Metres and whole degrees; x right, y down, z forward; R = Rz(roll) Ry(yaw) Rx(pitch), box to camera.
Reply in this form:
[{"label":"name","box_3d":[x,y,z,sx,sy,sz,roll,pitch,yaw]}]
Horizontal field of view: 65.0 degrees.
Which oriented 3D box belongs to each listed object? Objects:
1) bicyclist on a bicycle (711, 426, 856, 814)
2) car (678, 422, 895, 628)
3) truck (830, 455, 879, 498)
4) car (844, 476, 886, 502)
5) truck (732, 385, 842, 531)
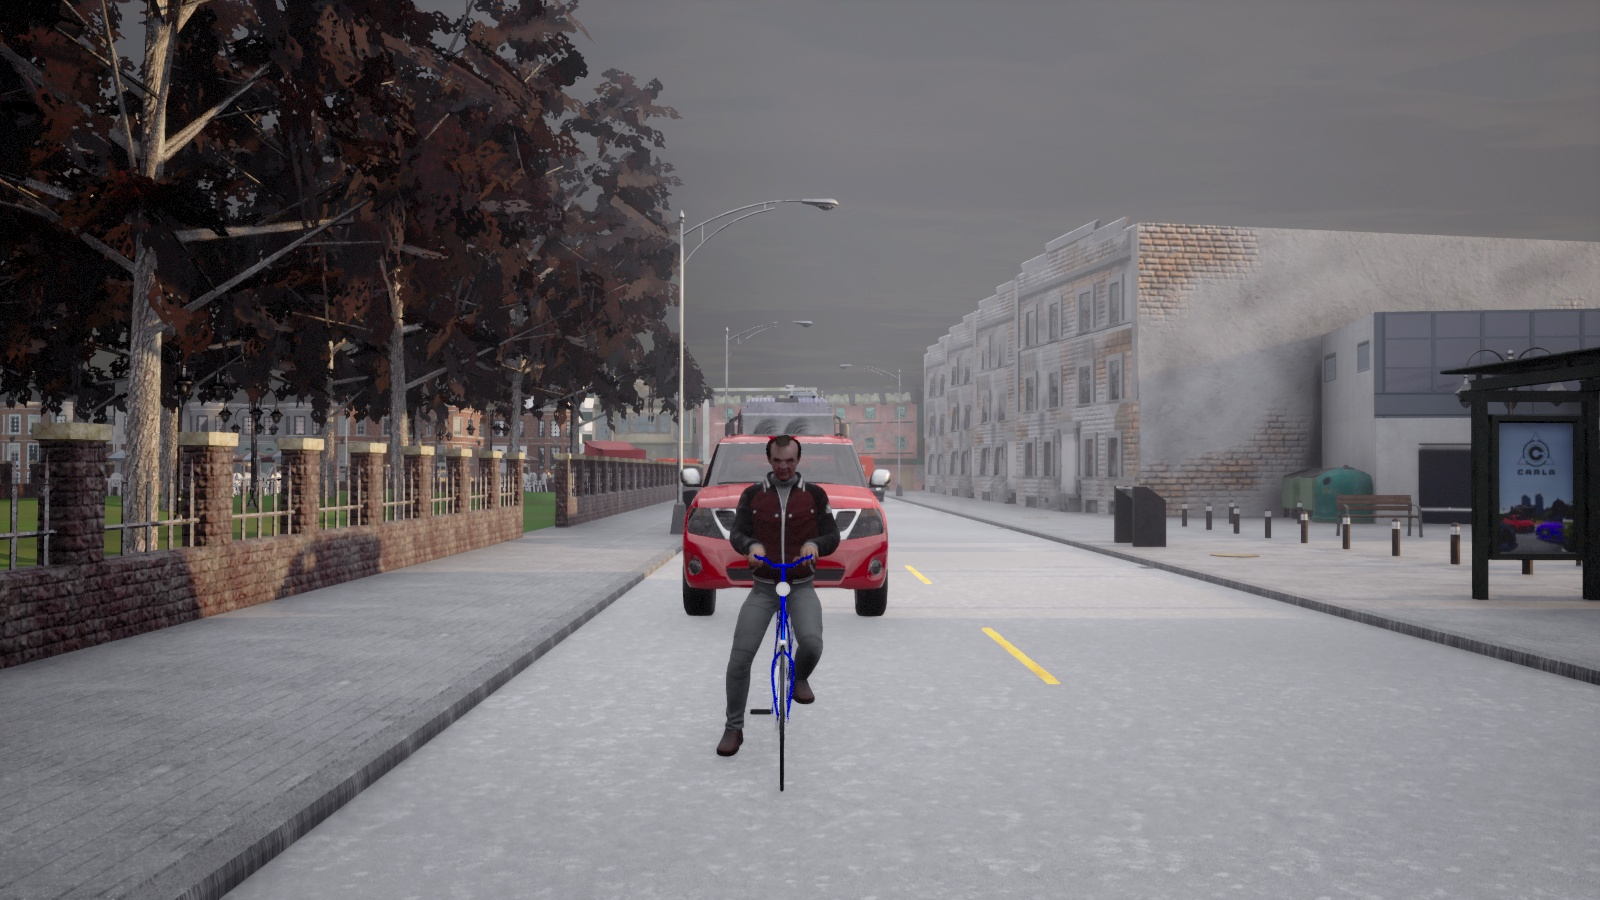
[{"label":"bicyclist on a bicycle","box_3d":[-0.083,0.798,6.689,0.659,1.776,1.843,0,-1,-1]},{"label":"car","box_3d":[-0.171,0.791,15.308,2.150,2.045,5.566,0,-1,-1]},{"label":"truck","box_3d":[3.196,1.574,75.182,2.627,2.467,5.204,0,-1,-1]},{"label":"car","box_3d":[3.312,1.989,64.916,1.895,1.301,4.718,0,-1,-1]},{"label":"truck","box_3d":[-0.389,0.278,37.431,2.891,3.827,8.468,0,-1,-1]}]
